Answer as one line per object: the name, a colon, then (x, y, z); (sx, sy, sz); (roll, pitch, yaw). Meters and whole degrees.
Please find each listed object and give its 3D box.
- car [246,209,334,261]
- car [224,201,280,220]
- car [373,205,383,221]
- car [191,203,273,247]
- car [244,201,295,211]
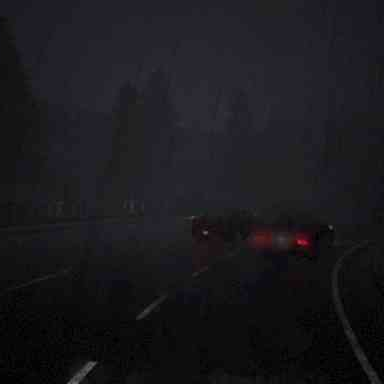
car: (4.072, 1.582, 12.544); (2.033, 1.411, 5.357); (0, 0, 30)
car: (5.217, 1.550, 28.695); (4.892, 1.490, 1.837); (0, -1, -34)
car: (16.979, 1.617, 26.776); (5.008, 1.535, 1.882); (1, 0, -20)
car: (1.880, 1.494, 15.413); (1.882, 1.535, 5.008); (0, 0, 33)
car: (5.898, 1.555, 24.946); (4.892, 1.490, 1.837); (0, -1, -36)
